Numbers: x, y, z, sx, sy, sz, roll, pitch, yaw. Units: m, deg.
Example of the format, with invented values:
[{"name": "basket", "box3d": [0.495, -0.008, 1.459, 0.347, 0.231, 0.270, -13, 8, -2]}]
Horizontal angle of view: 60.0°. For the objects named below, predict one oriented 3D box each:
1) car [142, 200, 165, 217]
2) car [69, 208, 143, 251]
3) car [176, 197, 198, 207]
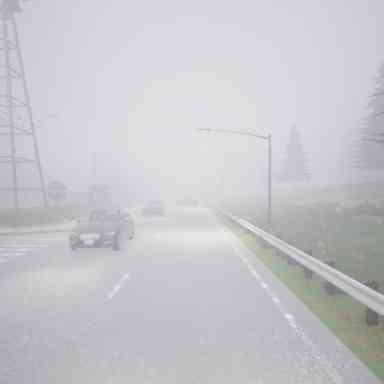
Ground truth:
[{"name": "car", "box3d": [-3.598, 1.505, 31.835, 1.837, 1.490, 4.892, 0, 0, 0]}, {"name": "car", "box3d": [-3.610, 1.491, 14.099, 2.128, 1.511, 4.902, 0, 0, 0]}, {"name": "car", "box3d": [-0.810, 1.489, 52.605, 2.128, 1.511, 4.902, 0, 0, -29]}]
